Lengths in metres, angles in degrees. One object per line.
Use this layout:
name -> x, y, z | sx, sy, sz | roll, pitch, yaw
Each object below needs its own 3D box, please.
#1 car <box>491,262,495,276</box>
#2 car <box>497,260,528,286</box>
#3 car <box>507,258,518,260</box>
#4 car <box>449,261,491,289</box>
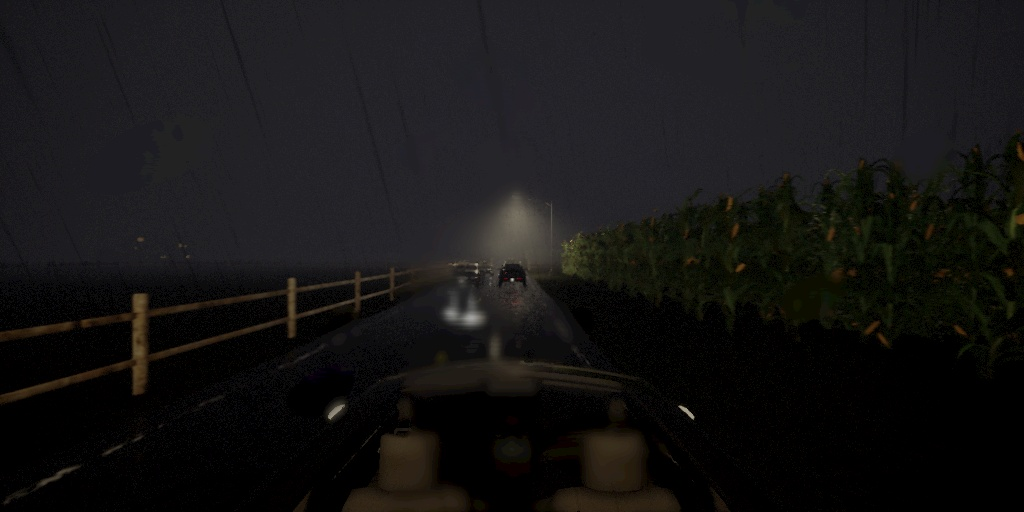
car -> -2.778, 1.231, 36.457 | 1.837, 1.490, 4.892 | 0, -1, 1
car -> 0.046, 1.240, 25.203 | 1.837, 1.490, 4.892 | 0, 0, 1
car -> 0.085, 1.065, 45.668 | 2.097, 1.767, 4.553 | 0, 0, 0
car -> -2.773, 1.229, 22.855 | 2.128, 1.511, 4.902 | 0, 0, 0
